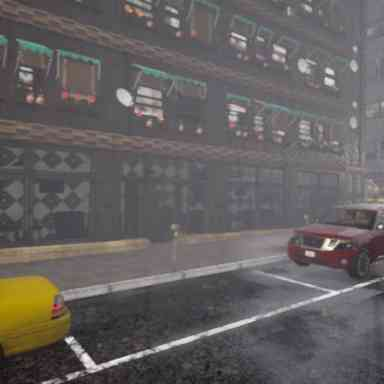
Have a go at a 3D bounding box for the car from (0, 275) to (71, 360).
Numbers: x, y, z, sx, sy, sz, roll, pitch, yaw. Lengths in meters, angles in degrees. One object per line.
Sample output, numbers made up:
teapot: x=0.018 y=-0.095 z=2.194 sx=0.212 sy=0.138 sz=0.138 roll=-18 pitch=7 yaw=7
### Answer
car: x=-3.952 y=1.526 z=3.721 sx=4.829 sy=1.417 sz=1.752 roll=0 pitch=1 yaw=-36

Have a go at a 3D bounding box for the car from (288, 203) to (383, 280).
car: x=5.159 y=1.312 z=10.221 sx=5.009 sy=1.841 sz=2.192 roll=0 pitch=1 yaw=-36
